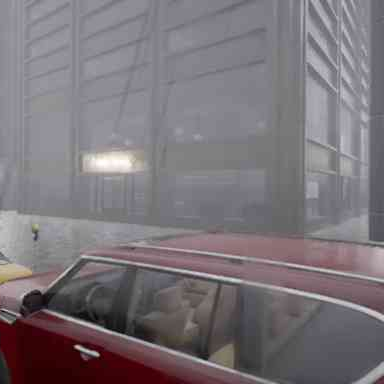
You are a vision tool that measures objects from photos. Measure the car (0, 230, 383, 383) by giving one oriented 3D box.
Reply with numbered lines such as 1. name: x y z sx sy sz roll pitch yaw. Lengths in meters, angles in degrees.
1. car: -0.099 1.301 3.034 5.009 1.841 2.192 1 0 36
